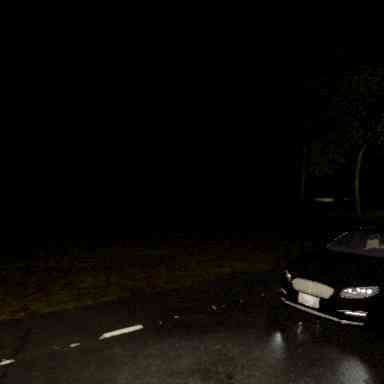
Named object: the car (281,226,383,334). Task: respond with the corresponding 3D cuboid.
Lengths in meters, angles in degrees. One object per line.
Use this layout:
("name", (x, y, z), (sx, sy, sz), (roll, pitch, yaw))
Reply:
("car", (3.857, 1.479, 6.727), (4.902, 1.511, 2.128), (0, 1, -36))
